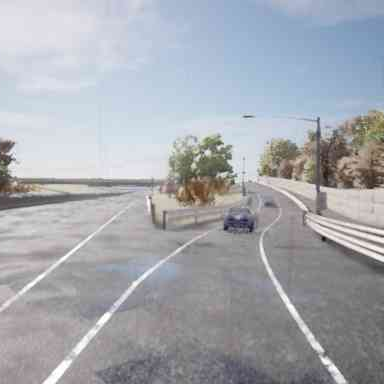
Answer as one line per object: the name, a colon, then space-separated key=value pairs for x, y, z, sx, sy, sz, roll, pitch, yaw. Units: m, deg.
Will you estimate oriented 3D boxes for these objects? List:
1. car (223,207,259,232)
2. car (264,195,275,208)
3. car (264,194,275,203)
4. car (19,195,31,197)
car: x=3.728 y=1.861 z=24.619 sx=2.097 sy=1.767 sz=4.553 roll=1 pitch=-1 yaw=16
car: x=13.934 y=1.926 z=59.652 sx=1.837 sy=1.490 sz=4.892 roll=1 pitch=2 yaw=13
car: x=16.114 y=1.377 z=69.481 sx=2.033 sy=1.411 sz=5.357 roll=1 pitch=4 yaw=11
car: x=-30.410 y=1.304 z=60.415 sx=1.837 sy=1.490 sz=4.892 roll=0 pitch=0 yaw=-8
